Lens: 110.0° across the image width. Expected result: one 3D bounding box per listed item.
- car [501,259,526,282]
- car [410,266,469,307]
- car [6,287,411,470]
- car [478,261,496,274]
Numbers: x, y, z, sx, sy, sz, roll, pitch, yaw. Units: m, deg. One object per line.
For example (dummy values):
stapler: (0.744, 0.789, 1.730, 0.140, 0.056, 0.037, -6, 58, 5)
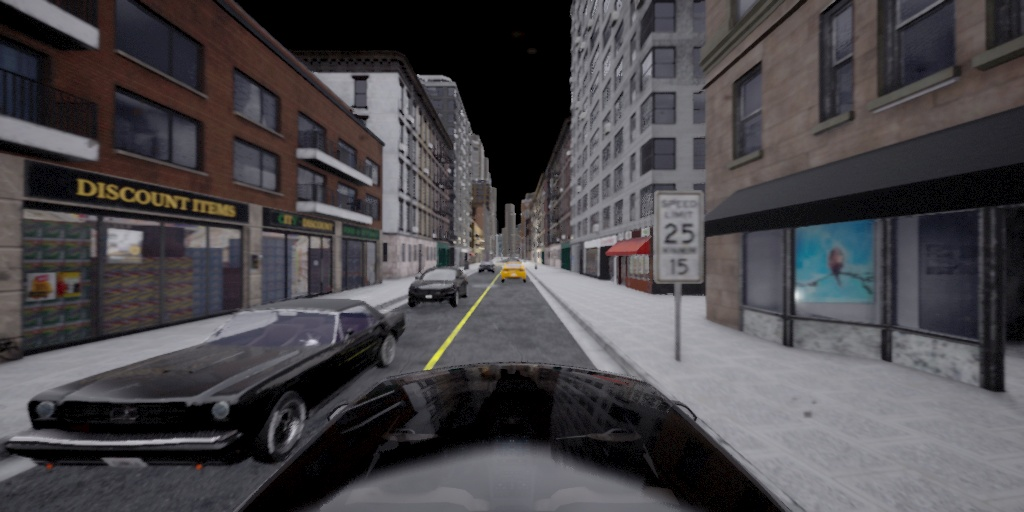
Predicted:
car: (0.150, 1.229, 29.143, 1.882, 1.535, 5.008, 0, 0, 0)
car: (-3.051, 1.221, 15.680, 1.882, 1.535, 5.008, 0, 0, 0)
car: (-3.095, 1.344, 5.075, 1.895, 1.301, 4.718, 0, 0, 0)
car: (-2.889, 1.293, 42.228, 2.033, 1.411, 5.357, 0, 0, 0)
